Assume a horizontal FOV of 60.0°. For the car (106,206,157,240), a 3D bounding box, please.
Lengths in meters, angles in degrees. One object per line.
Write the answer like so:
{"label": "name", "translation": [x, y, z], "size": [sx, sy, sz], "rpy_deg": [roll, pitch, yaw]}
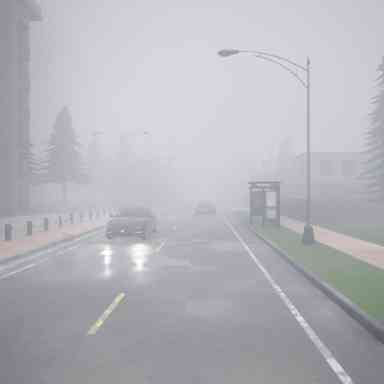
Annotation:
{"label": "car", "translation": [-2.984, 1.504, 17.220], "size": [1.837, 1.490, 4.892], "rpy_deg": [0, 0, 2]}

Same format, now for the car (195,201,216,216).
{"label": "car", "translation": [1.272, 1.564, 32.180], "size": [1.994, 1.385, 4.181], "rpy_deg": [0, 0, 2]}
